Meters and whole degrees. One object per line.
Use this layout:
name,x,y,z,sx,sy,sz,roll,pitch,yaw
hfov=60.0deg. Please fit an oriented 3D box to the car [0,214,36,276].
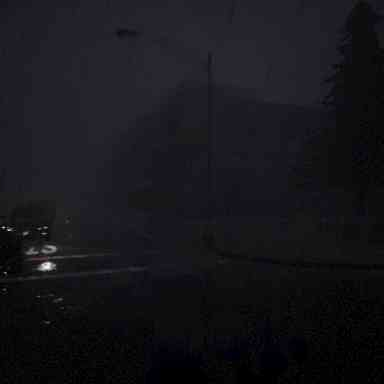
car,-5.324,1.468,7.432,1.812,1.442,4.674,0,0,-7

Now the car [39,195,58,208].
car,-18.617,1.194,43.385,2.128,1.511,4.902,0,0,-22

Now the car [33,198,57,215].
car,-14.272,1.338,32.470,1.994,1.385,4.181,0,0,-21

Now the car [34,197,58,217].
car,-9.747,1.340,21.091,2.128,1.511,4.902,0,0,-22

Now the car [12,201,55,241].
car,-7.536,1.390,15.521,1.837,1.490,4.892,0,0,-22
